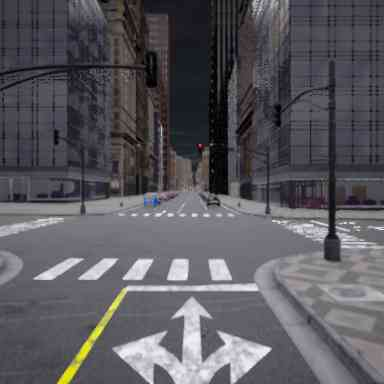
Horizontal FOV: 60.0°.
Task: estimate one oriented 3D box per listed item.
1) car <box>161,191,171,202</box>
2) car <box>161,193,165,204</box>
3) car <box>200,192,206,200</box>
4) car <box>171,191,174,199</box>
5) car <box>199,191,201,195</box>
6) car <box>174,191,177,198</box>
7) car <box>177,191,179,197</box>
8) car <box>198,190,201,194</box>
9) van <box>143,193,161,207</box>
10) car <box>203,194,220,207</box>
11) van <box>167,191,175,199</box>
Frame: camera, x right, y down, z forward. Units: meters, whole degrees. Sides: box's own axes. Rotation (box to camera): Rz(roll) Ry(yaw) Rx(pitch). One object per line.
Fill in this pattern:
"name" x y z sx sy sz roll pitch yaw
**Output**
"car" -5.519 1.001 62.302 1.967 1.590 4.097 0 0 0
"car" -5.595 1.232 51.006 1.802 1.307 4.206 0 0 0
"car" 3.005 1.143 62.248 1.802 1.307 4.206 0 0 0
"car" -5.480 0.830 67.950 2.192 1.841 5.009 0 0 0
"car" 3.081 1.011 73.545 1.887 1.381 4.507 0 0 0
"car" -5.405 0.732 79.246 2.192 1.841 5.009 0 0 0
"car" -5.330 0.861 90.545 1.887 1.381 4.507 0 1 0
"car" 3.194 0.898 90.492 1.802 1.307 4.206 0 1 0
"van" -5.632 1.034 45.355 1.690 1.788 3.998 0 0 0
"car" 2.892 1.258 45.301 1.947 1.339 4.313 0 0 0
"van" -5.367 0.708 84.895 1.690 1.788 3.998 0 1 0
